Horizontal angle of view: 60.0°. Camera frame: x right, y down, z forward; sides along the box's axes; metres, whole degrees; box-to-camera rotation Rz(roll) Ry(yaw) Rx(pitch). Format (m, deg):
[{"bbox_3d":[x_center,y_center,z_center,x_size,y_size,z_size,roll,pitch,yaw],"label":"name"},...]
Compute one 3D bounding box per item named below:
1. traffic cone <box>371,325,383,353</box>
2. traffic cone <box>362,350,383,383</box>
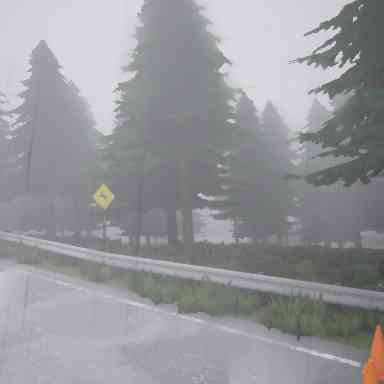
[{"bbox_3d":[2.320,1.956,4.128,0.340,0.580,0.340,0,0,34],"label":"traffic cone"},{"bbox_3d":[1.773,1.956,3.294,0.340,0.580,0.340,0,0,34],"label":"traffic cone"}]
